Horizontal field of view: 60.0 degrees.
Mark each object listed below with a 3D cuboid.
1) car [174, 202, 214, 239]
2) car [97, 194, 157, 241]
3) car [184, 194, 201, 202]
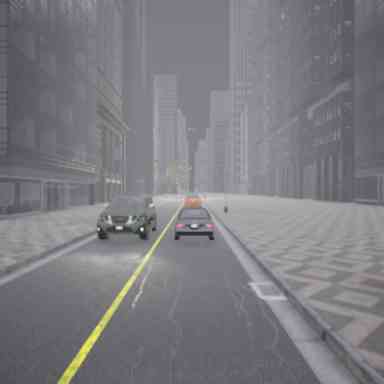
[{"bbox_3d":[0.100,1.448,16.472,2.033,1.411,5.357,0,0,0],"label":"car"},{"bbox_3d":[-3.000,1.123,16.531,2.150,2.045,5.566,0,0,0],"label":"car"},{"bbox_3d":[0.108,1.089,42.461,2.097,1.767,4.553,0,0,0],"label":"car"}]
